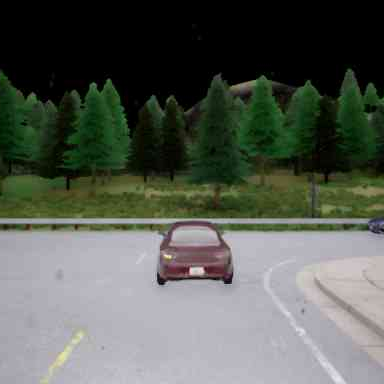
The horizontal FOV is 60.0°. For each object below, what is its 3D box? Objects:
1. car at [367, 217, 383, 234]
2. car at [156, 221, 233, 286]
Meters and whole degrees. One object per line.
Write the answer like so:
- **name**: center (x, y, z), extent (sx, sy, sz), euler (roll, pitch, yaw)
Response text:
- **car**: center (12.015, 1.665, 18.014), extent (4.674, 1.442, 1.812), euler (0, 0, 0)
- **car**: center (-0.002, 1.538, 9.352), extent (1.812, 1.442, 4.674), euler (0, -1, -3)
